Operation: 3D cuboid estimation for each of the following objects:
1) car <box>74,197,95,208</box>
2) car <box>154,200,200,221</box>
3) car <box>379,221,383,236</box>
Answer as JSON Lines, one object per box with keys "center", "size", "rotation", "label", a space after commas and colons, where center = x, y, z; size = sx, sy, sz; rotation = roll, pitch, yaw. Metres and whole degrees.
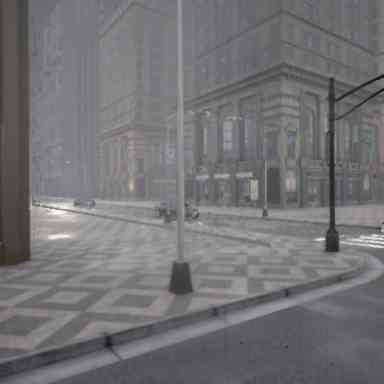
{"center": [-14.911, 1.391, 46.011], "size": [2.128, 1.511, 4.902], "rotation": [0, 0, -35], "label": "car"}
{"center": [-1.298, 1.446, 26.774], "size": [1.837, 1.490, 4.892], "rotation": [0, 0, -35], "label": "car"}
{"center": [11.045, 1.462, 14.666], "size": [4.902, 1.511, 2.128], "rotation": [-1, 1, 9], "label": "car"}
